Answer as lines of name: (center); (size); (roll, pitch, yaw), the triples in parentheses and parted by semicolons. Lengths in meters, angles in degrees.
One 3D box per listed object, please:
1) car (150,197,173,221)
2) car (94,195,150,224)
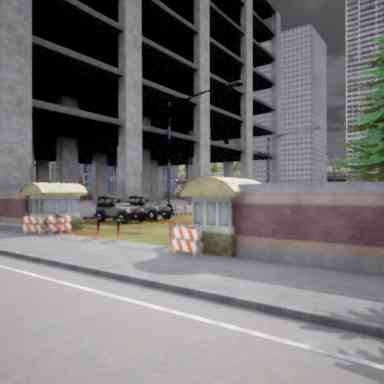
car: (-3.513, 1.216, 26.059); (3.866, 1.878, 1.905); (0, 0, 36)
car: (-5.235, 1.216, 23.675); (3.866, 1.878, 1.905); (0, 0, 36)
